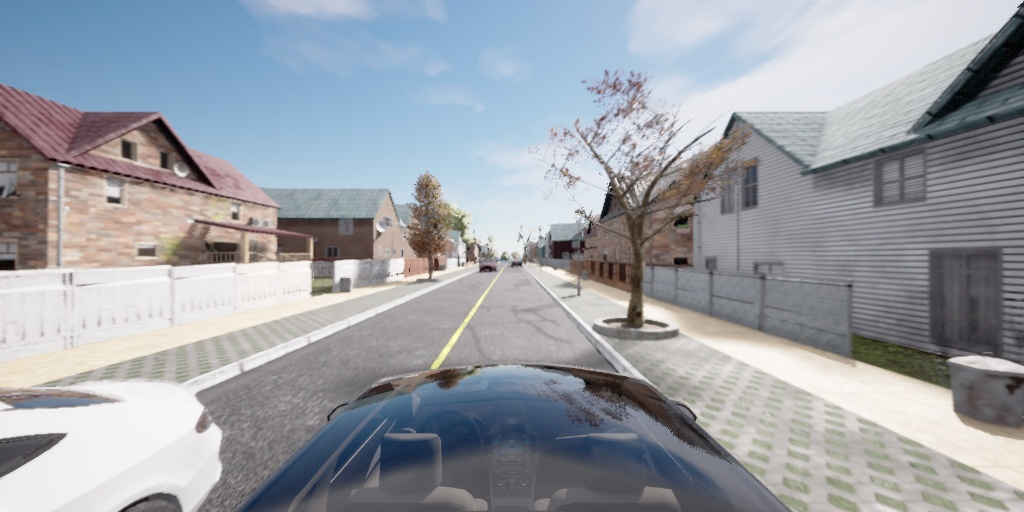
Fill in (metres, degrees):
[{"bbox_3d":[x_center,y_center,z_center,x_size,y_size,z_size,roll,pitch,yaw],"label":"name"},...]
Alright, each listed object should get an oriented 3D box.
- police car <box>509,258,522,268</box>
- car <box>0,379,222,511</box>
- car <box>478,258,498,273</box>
[{"bbox_3d":[0.817,1.159,62.715,1.930,1.638,5.238,0,0,0],"label":"police car"},{"bbox_3d":[-2.852,1.279,0.531,1.812,1.442,4.674,0,0,0],"label":"car"},{"bbox_3d":[-2.841,1.054,43.389,2.097,1.767,4.553,0,0,0],"label":"car"}]
